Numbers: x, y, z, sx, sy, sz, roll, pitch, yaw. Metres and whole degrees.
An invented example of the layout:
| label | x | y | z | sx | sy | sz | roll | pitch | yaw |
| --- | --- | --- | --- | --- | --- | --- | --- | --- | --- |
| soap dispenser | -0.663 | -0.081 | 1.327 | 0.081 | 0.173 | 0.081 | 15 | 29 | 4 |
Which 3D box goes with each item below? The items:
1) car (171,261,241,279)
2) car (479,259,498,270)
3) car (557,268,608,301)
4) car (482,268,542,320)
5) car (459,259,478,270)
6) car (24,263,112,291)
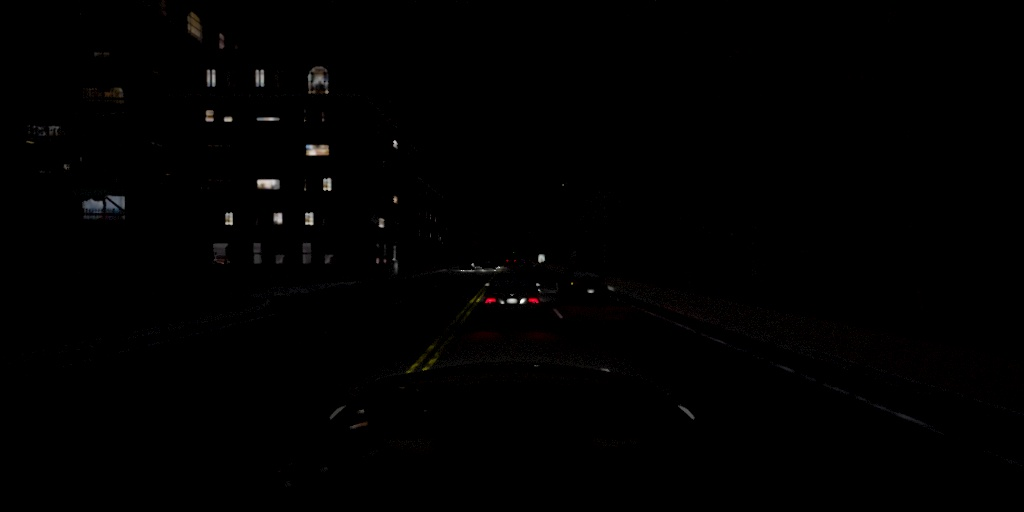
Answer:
| label | x | y | z | sx | sy | sz | roll | pitch | yaw |
| --- | --- | --- | --- | --- | --- | --- | --- | --- | --- |
| car | -22.864 | 0.991 | 26.811 | 4.403 | 1.370 | 2.007 | 0 | 0 | -1 |
| car | -3.448 | 1.316 | 53.894 | 1.812 | 1.442 | 4.674 | 0 | 0 | 0 |
| car | 3.289 | 1.285 | 17.237 | 1.812 | 1.442 | 4.674 | 0 | 0 | 0 |
| car | 0.017 | 1.304 | 12.548 | 2.033 | 1.411 | 5.357 | 0 | 0 | 0 |
| car | -6.699 | 1.337 | 53.608 | 2.033 | 1.411 | 5.357 | 0 | 0 | 0 |
| car | -23.348 | 1.050 | 18.379 | 4.507 | 1.381 | 1.888 | 0 | 0 | -1 |
